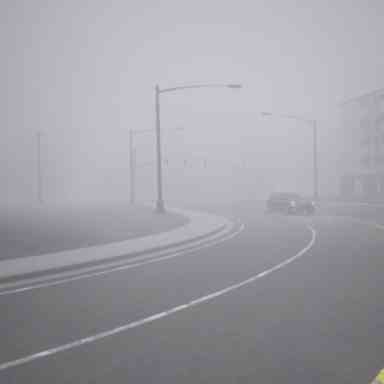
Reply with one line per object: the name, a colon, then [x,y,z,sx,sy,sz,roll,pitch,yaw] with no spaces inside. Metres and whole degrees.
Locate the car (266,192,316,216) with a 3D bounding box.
car: [7.543,0.805,25.813,2.097,1.767,4.553,-2,1,-14]
